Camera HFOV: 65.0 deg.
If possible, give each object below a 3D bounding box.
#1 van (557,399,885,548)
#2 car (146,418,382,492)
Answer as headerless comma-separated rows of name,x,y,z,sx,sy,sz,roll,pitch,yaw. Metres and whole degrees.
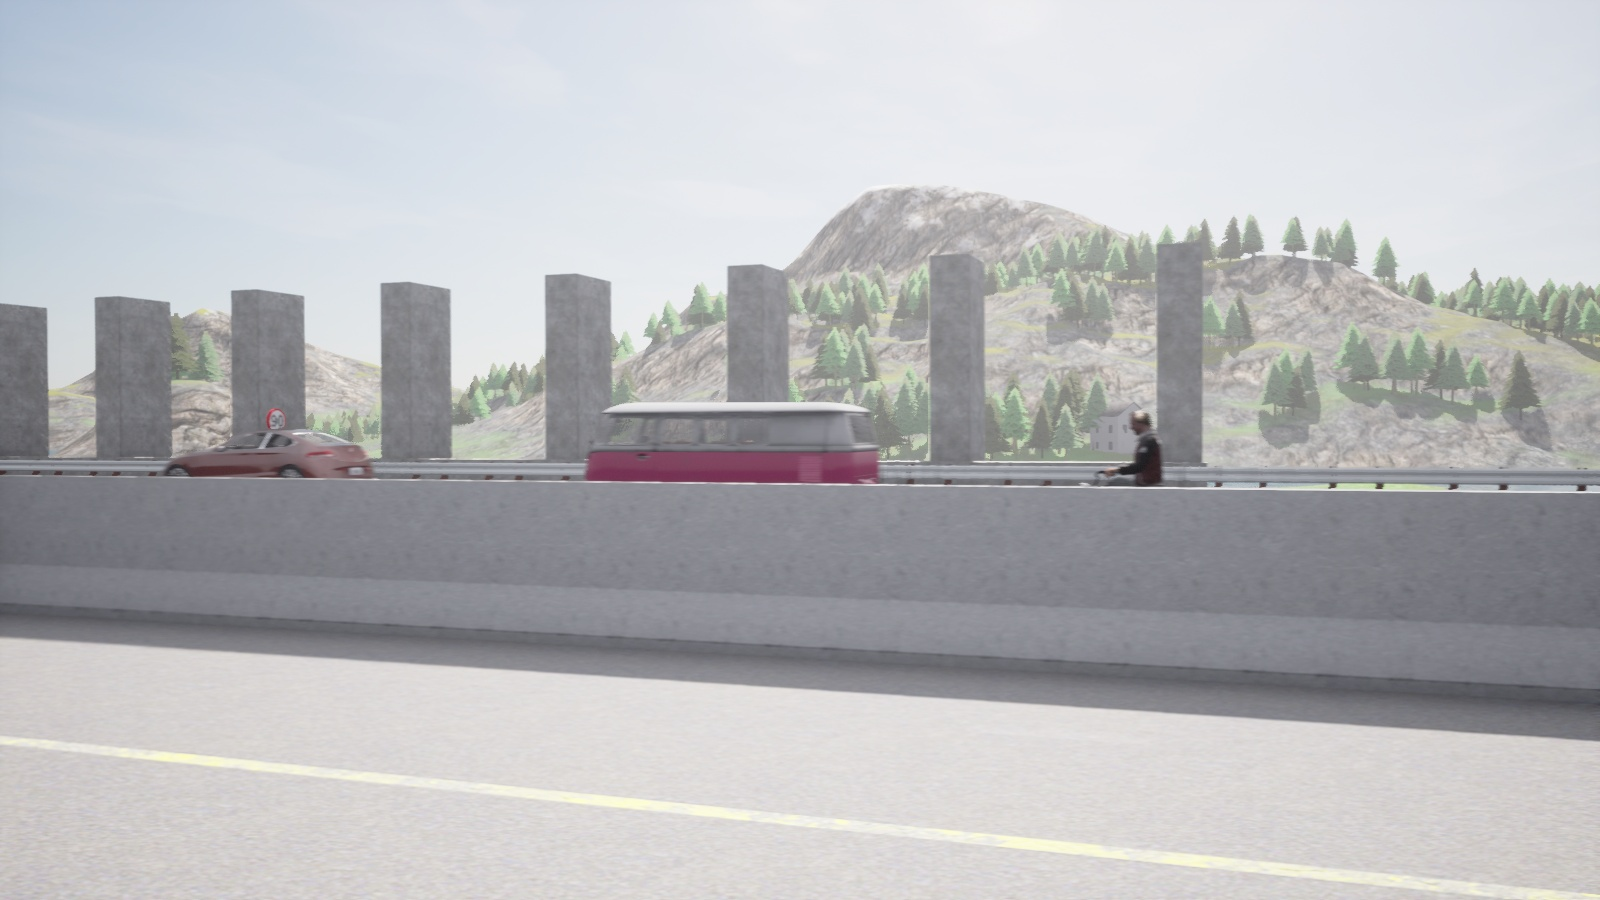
van,-1.140,0.282,18.341,4.442,1.987,1.775,1,1,19
car,-12.690,0.080,29.782,5.027,1.651,2.152,0,1,20
